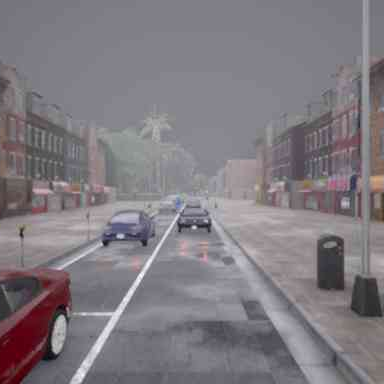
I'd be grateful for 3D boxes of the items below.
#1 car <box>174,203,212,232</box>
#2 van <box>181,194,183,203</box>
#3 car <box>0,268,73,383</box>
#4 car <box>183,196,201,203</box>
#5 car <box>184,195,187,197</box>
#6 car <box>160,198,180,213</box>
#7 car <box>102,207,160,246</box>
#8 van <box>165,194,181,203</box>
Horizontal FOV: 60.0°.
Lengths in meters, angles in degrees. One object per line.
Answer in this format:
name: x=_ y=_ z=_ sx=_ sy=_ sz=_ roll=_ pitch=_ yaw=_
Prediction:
car: x=0.133 y=1.588 z=19.998 sx=1.895 sy=1.301 sz=4.718 roll=0 pitch=0 yaw=0
van: x=-2.559 y=1.345 z=46.925 sx=1.690 sy=1.788 sz=3.998 roll=0 pitch=0 yaw=0
car: x=-2.633 y=1.542 z=3.213 sx=1.887 sy=1.381 sz=4.507 roll=0 pitch=0 yaw=0
car: x=0.169 y=1.564 z=42.393 sx=1.994 sy=1.385 sz=4.181 roll=0 pitch=0 yaw=0
car: x=-2.531 y=1.573 z=63.317 sx=2.008 sy=1.369 sz=4.403 roll=0 pitch=0 yaw=0
car: x=-2.578 y=1.574 z=35.996 sx=1.802 sy=1.307 sz=4.206 roll=0 pitch=0 yaw=0
car: x=-2.726 y=1.515 z=15.027 sx=1.812 sy=1.442 sz=4.674 roll=0 pitch=0 yaw=0
van: x=-2.569 y=1.339 z=41.460 sx=1.690 sy=1.788 sz=3.998 roll=0 pitch=0 yaw=0
